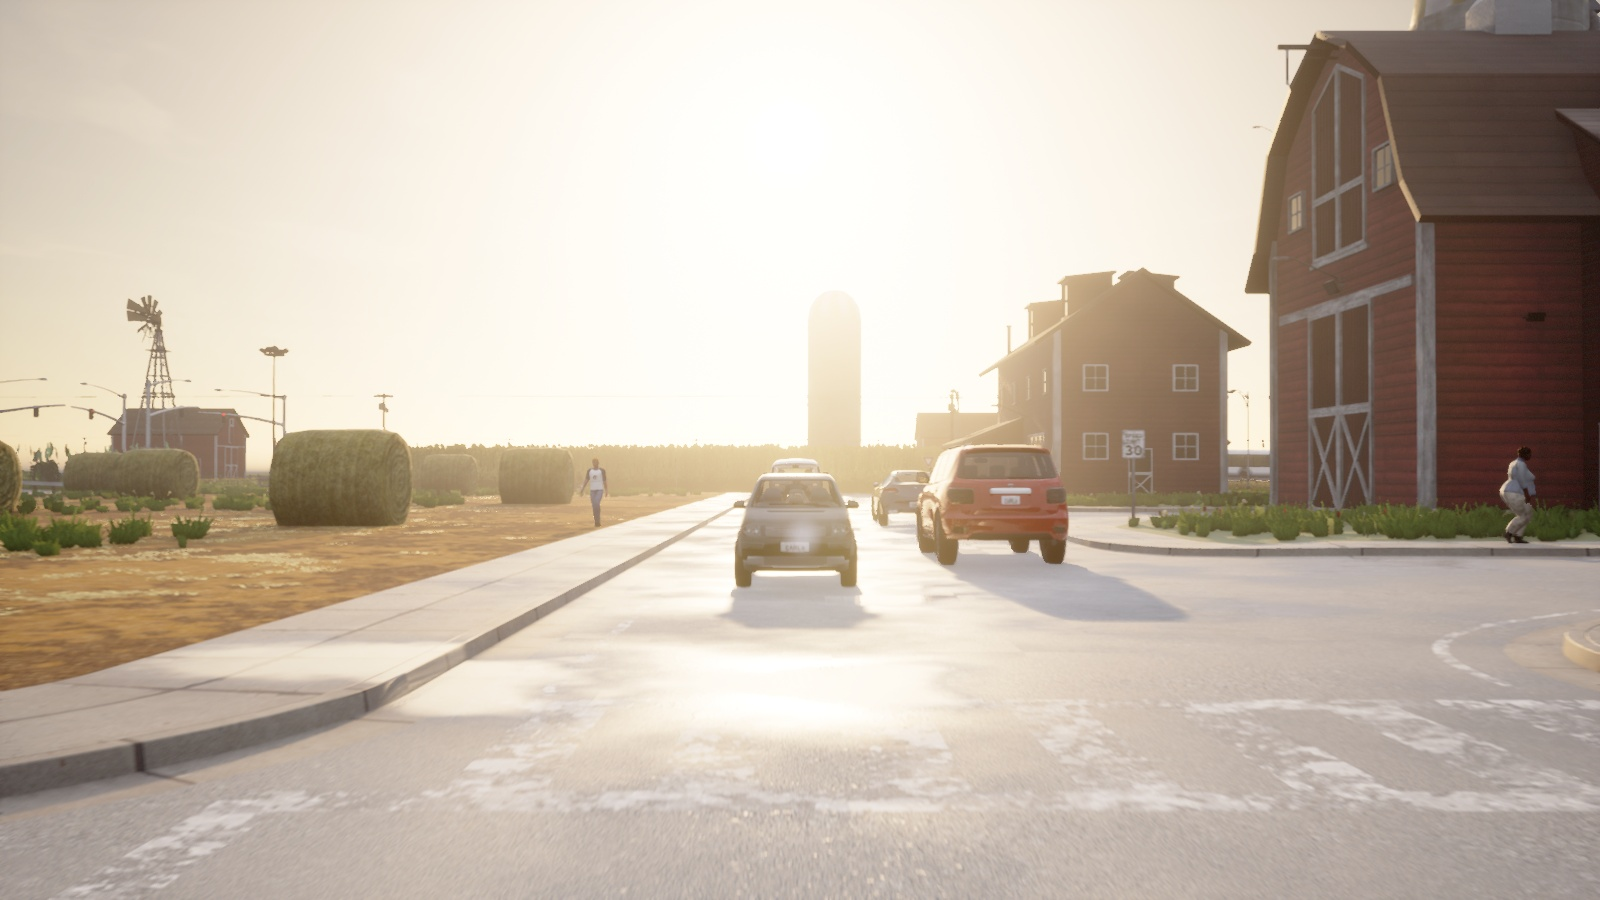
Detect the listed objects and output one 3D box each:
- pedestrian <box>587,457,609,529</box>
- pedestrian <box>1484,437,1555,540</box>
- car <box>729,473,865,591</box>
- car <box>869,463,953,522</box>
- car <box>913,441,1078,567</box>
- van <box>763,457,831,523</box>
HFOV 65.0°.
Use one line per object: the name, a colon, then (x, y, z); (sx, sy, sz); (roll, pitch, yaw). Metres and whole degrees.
pedestrian: (-5.238, 1.103, 32.572); (0.354, 1.836, 0.706); (0, -1, 8)
pedestrian: (13.228, 0.705, 23.103); (0.900, 1.855, 0.874); (-1, -1, 13)
car: (-0.043, 1.125, 18.445); (1.789, 1.549, 3.705); (0, -1, 0)
car: (3.407, 1.272, 39.367); (2.152, 1.651, 5.027); (-1, 0, 0)
car: (3.442, 0.936, 23.245); (2.150, 2.045, 5.566); (-1, -1, 0)
van: (-0.105, 1.292, 41.414); (2.069, 2.038, 4.480); (-1, -1, 0)
